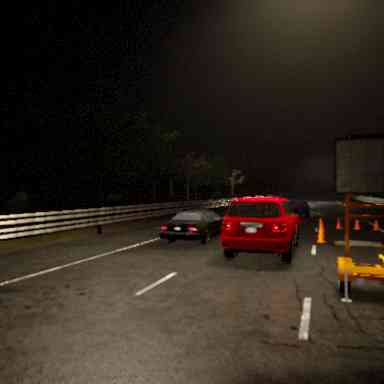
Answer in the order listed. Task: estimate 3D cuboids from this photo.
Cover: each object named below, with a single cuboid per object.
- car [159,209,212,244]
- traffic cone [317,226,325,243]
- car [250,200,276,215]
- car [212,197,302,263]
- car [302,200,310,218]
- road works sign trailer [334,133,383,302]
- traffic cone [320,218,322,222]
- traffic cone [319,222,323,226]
[{"bbox_3d":[0.319,1.529,15.796,2.033,1.411,5.357,0,0,21],"label":"car"},{"bbox_3d":[5.735,1.925,14.793,0.340,0.580,0.340,0,0,21],"label":"traffic cone"},{"bbox_3d":[7.322,1.541,33.877,1.895,1.301,4.718,0,0,21],"label":"car"},{"bbox_3d":[2.687,1.202,12.255,2.150,2.045,5.566,0,0,21],"label":"car"},{"bbox_3d":[9.459,1.418,29.705,1.882,1.535,5.008,0,0,21],"label":"car"},{"bbox_3d":[4.590,0.445,7.727,2.380,3.560,2.880,0,0,21],"label":"road works sign trailer"},{"bbox_3d":[7.180,1.917,18.522,0.340,0.580,0.340,0,0,21],"label":"traffic cone"},{"bbox_3d":[6.457,1.921,16.658,0.340,0.580,0.340,0,0,21],"label":"traffic cone"}]
